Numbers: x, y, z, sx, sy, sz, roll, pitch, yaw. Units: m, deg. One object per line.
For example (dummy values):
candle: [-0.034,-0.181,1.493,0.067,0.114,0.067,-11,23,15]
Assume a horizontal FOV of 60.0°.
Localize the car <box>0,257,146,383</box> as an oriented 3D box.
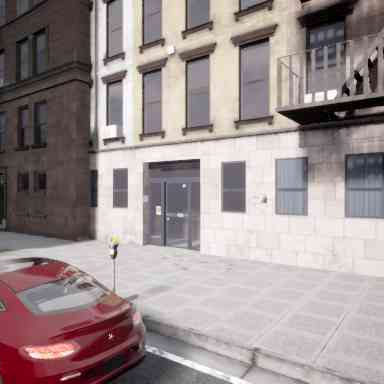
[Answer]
car: [-2.474,1.582,4.575,4.206,1.307,1.802,0,0,36]
